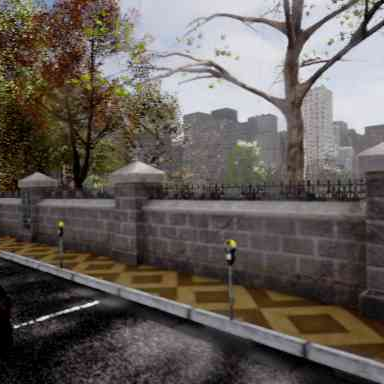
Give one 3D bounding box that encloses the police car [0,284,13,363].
[{"bbox_3d":[-4.468,1.467,4.940,5.238,1.638,1.930,-1,1,42],"label":"police car"}]
